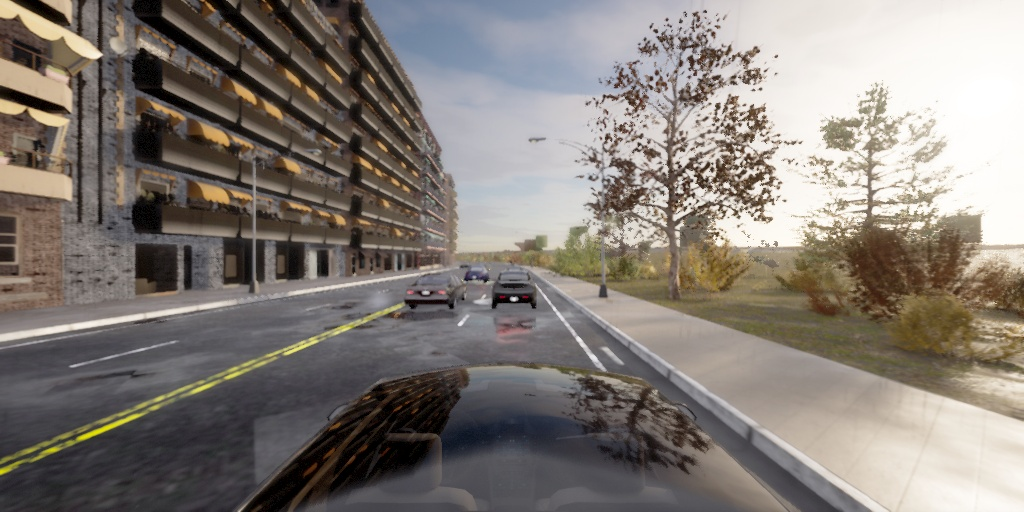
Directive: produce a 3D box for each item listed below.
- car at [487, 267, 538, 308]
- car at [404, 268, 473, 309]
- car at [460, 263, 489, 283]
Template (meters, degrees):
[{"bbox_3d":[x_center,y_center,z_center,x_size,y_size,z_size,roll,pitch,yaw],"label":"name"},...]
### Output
[{"bbox_3d":[0.098,1.395,16.032,1.837,1.490,4.892,0,0,1],"label":"car"},{"bbox_3d":[-3.157,1.430,15.748,2.033,1.411,5.357,0,-1,1],"label":"car"},{"bbox_3d":[-3.006,1.557,31.136,1.812,1.442,4.674,0,0,1],"label":"car"}]
